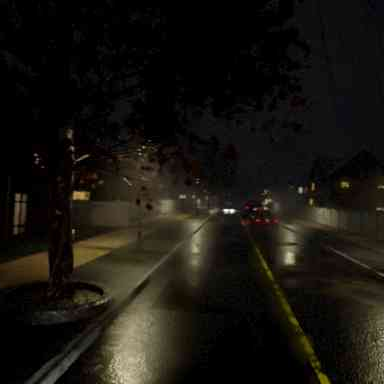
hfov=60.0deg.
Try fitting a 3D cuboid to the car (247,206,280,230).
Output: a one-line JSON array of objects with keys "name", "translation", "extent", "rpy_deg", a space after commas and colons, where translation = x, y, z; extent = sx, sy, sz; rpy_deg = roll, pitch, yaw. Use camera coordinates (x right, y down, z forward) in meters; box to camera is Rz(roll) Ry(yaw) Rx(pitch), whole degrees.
[{"name": "car", "translation": [5.609, 2.097, 25.790], "extent": [2.033, 1.411, 5.357], "rpy_deg": [2, -1, 7]}]

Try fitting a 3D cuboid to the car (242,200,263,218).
[{"name": "car", "translation": [7.057, 1.990, 38.482], "extent": [2.150, 2.045, 5.566], "rpy_deg": [2, 0, 7]}]

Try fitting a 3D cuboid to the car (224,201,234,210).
[{"name": "car", "translation": [7.174, 2.585, 64.352], "extent": [2.128, 1.511, 4.902], "rpy_deg": [2, -1, 7]}]
